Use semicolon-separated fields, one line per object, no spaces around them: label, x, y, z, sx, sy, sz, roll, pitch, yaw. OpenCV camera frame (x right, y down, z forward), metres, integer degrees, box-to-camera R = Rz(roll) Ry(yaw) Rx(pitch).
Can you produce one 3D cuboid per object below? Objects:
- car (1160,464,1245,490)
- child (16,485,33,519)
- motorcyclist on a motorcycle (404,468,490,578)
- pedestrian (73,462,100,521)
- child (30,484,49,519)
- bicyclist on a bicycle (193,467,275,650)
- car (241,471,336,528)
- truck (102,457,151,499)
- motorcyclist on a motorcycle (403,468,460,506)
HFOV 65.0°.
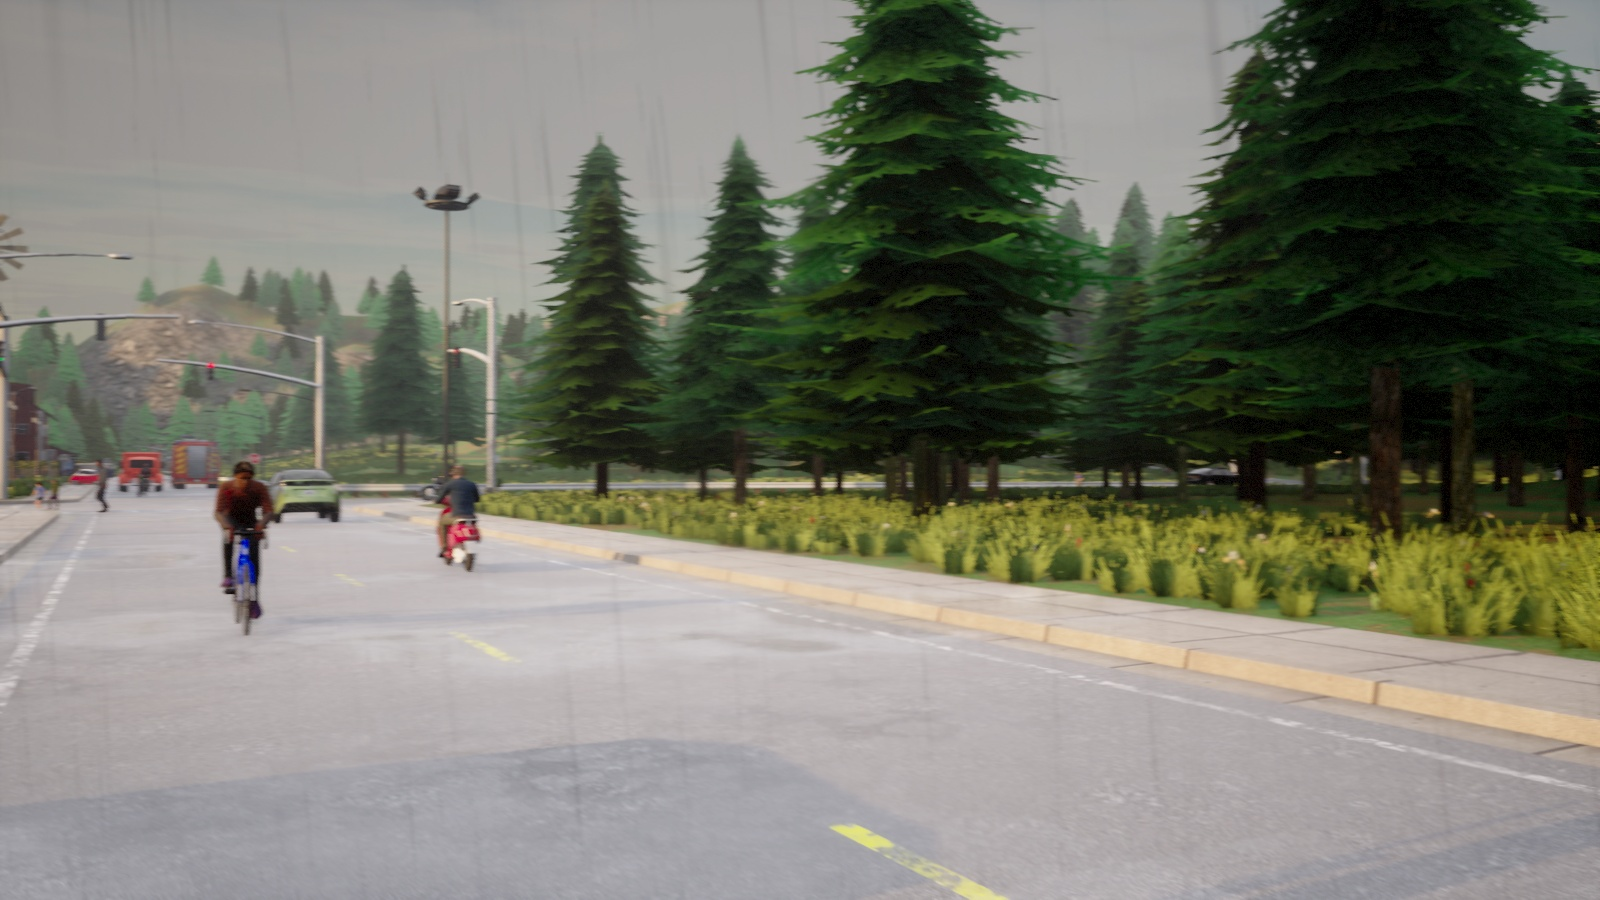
car;24.021;1.596;74.911;5.008;1.535;1.882;0;-1;-28
child;-25.992;1.742;42.092;0.394;1.110;0.255;-1;-1;11
motorcyclist on a motorcycle;-5.434;1.076;19.263;0.866;1.590;1.817;0;-1;-29
pedestrian;-23.863;1.371;41.993;0.788;1.949;0.423;0;-1;-30
child;-25.837;1.750;42.675;0.473;1.160;0.299;-1;-1;11
bicyclist on a bicycle;-5.454;0.978;12.056;0.582;1.620;1.656;0;0;-29
car;-14.831;1.375;36.282;2.007;1.525;4.514;0;-1;-29
truck;-42.161;1.730;78.545;2.627;2.467;5.204;0;-1;-29
motorcyclist on a motorcycle;-16.520;1.637;56.328;2.350;1.649;0.766;0;-1;-30
